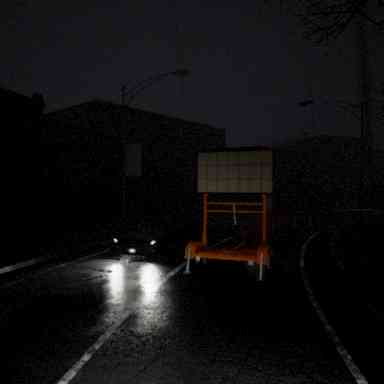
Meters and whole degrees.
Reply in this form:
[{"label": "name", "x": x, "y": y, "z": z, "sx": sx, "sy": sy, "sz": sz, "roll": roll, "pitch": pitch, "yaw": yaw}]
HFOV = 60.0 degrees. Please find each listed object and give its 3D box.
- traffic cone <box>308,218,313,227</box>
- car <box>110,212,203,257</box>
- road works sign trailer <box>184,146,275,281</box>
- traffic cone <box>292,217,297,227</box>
[{"label": "traffic cone", "x": 7.669, "y": 1.979, "z": 21.525, "sx": 0.340, "sy": 0.580, "sz": 0.340, "roll": 1, "pitch": 0, "yaw": 23}, {"label": "car", "x": -1.098, "y": 1.523, "z": 13.337, "sx": 2.033, "sy": 1.411, "sz": 5.357, "roll": 0, "pitch": 0, "yaw": 19}, {"label": "road works sign trailer", "x": 1.319, "y": 0.460, "z": 10.119, "sx": 2.380, "sy": 3.560, "sz": 2.880, "roll": 0, "pitch": 0, "yaw": 21}, {"label": "traffic cone", "x": 6.748, "y": 1.967, "z": 21.914, "sx": 0.340, "sy": 0.580, "sz": 0.340, "roll": 1, "pitch": 0, "yaw": 23}]
